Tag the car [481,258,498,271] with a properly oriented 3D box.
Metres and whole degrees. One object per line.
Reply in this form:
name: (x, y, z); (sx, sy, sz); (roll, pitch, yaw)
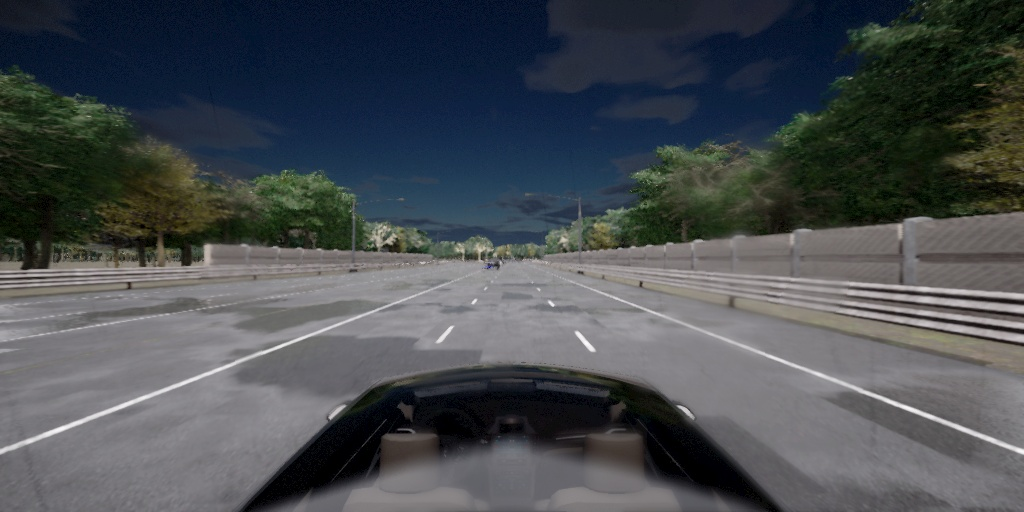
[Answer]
car: (-3.501, 1.486, 53.587); (1.882, 1.535, 5.008); (0, 0, 0)
